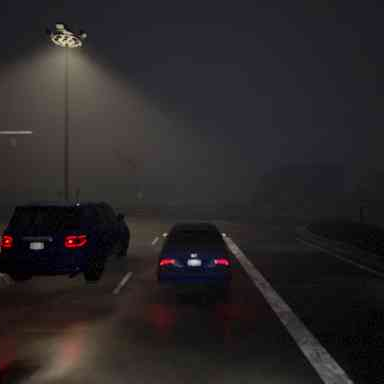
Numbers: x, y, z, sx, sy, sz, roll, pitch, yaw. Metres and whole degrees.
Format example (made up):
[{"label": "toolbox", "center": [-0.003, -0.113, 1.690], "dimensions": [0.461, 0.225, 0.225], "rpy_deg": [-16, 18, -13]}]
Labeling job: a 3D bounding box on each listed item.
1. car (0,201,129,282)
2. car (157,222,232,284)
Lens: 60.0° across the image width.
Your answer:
[{"label": "car", "center": [-3.432, 1.283, 10.088], "dimensions": [2.150, 2.045, 5.566], "rpy_deg": [0, 0, 0]}, {"label": "car", "center": [0.067, 1.604, 9.776], "dimensions": [2.033, 1.411, 5.357], "rpy_deg": [0, 0, 0]}]
